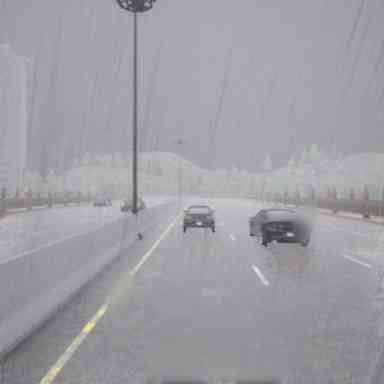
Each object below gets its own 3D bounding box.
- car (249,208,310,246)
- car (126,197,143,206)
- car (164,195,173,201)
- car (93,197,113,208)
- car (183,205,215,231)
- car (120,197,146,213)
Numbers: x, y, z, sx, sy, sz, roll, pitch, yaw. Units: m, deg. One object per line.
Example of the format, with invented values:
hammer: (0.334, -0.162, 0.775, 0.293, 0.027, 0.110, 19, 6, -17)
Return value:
car: (3.829, 1.480, 15.257, 1.882, 1.535, 5.008, 0, 0, 1)
car: (-9.511, 1.524, 55.455, 1.812, 1.442, 4.674, 0, 0, 2)
car: (-5.483, 1.427, 79.054, 1.812, 1.442, 4.674, 0, 0, 1)
car: (-13.153, 1.499, 49.268, 1.837, 1.490, 4.892, 0, 0, 2)
car: (0.426, 1.526, 20.275, 1.812, 1.442, 4.674, 0, 0, 1)
car: (-6.433, 1.349, 36.695, 2.097, 1.767, 4.553, 0, 0, 1)
